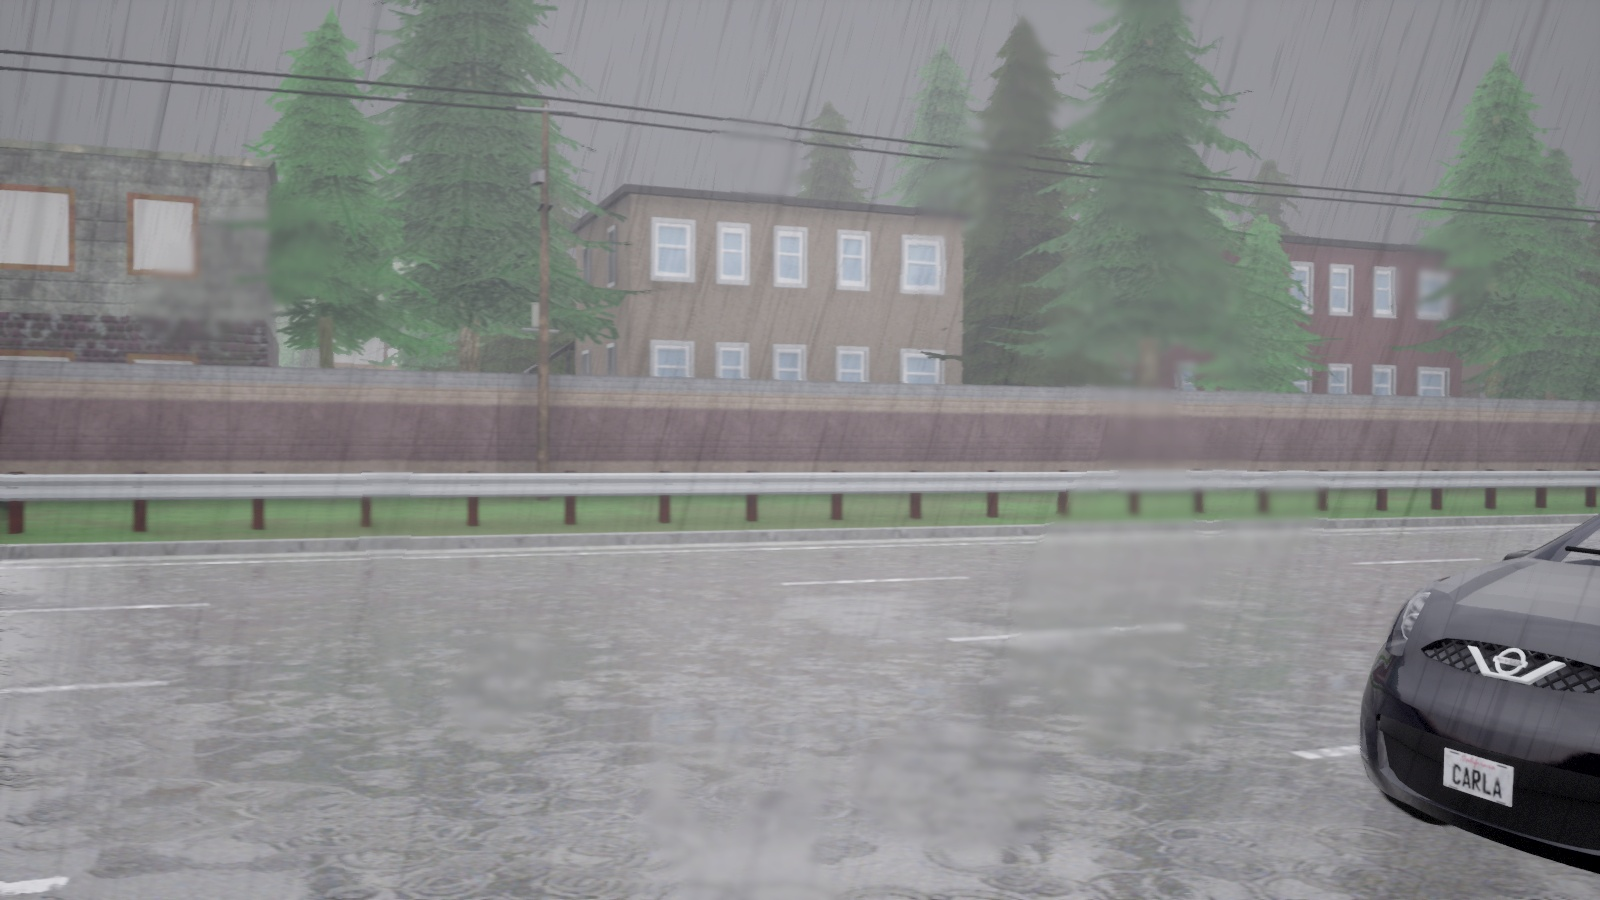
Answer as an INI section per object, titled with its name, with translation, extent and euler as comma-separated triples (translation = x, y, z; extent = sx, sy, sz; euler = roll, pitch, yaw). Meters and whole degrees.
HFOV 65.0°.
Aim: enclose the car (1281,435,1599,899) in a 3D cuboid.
[car]
translation = 3.922, 0.693, 4.728
extent = 3.633, 1.501, 1.845
euler = -1, 1, -21
